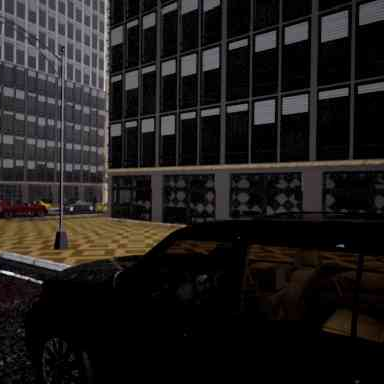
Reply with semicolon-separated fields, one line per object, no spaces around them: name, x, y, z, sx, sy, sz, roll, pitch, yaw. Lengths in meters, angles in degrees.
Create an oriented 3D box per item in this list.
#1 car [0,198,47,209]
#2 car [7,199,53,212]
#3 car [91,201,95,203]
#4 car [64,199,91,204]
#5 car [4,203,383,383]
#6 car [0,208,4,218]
car;-16.126;1.510;31.047;2.192;1.841;5.009;1;0;37
car;-19.596;1.632;40.432;1.752;1.417;4.829;1;0;37
car;-9.301;1.821;40.239;1.752;1.417;4.829;1;0;37
car;-14.661;1.696;42.715;1.837;1.490;4.892;1;0;37
car;0.699;1.221;3.184;5.566;2.045;2.150;0;0;36
car;-7.283;1.345;8.905;4.553;1.767;2.097;0;0;36
